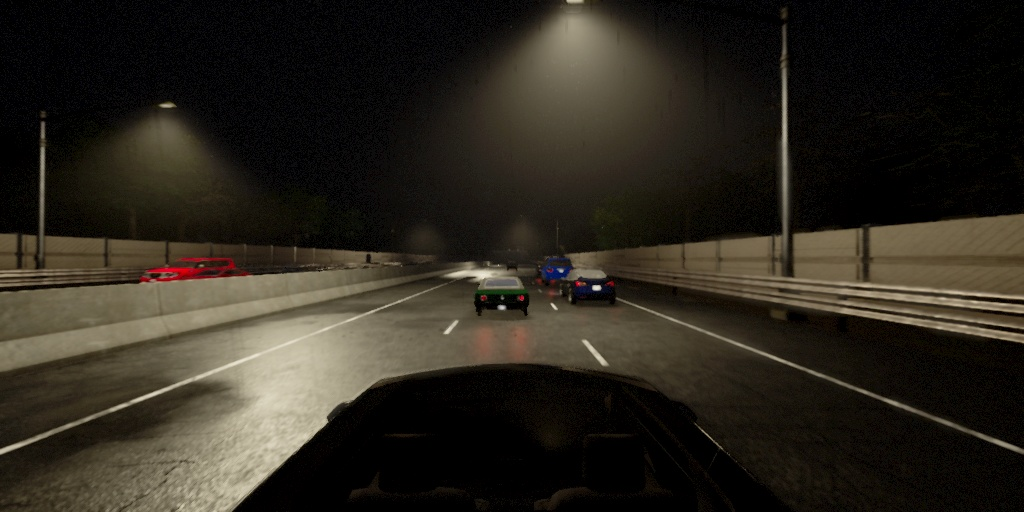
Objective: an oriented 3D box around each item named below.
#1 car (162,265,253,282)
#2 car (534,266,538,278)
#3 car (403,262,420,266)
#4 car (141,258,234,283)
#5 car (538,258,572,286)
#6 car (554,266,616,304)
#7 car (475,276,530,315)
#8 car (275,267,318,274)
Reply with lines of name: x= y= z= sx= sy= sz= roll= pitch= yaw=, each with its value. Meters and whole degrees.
car: x=-17.598 y=1.438 z=21.443 sx=1.812 sy=1.442 sz=4.674 roll=0 pitch=-1 yaw=0
car: x=3.496 y=1.599 z=39.121 sx=1.812 sy=1.442 sz=4.674 roll=0 pitch=-1 yaw=0
car: x=-17.507 y=1.626 z=62.698 sx=1.895 sy=1.301 sz=4.718 roll=0 pitch=-1 yaw=0
car: x=-21.098 y=1.157 z=23.861 sx=2.150 sy=2.045 sz=5.566 roll=0 pitch=-1 yaw=0
car: x=3.497 y=1.192 z=28.152 sx=2.150 sy=2.045 sz=5.566 roll=0 pitch=-1 yaw=0
car: x=3.498 y=1.379 z=17.147 sx=2.163 sy=1.488 sz=4.792 roll=0 pitch=0 yaw=0
car: x=-0.407 y=1.451 z=14.166 sx=1.895 sy=1.301 sz=4.718 roll=0 pitch=0 yaw=-2
car: x=-14.095 y=1.455 z=23.393 sx=1.812 sy=1.442 sz=4.674 roll=0 pitch=-1 yaw=0
